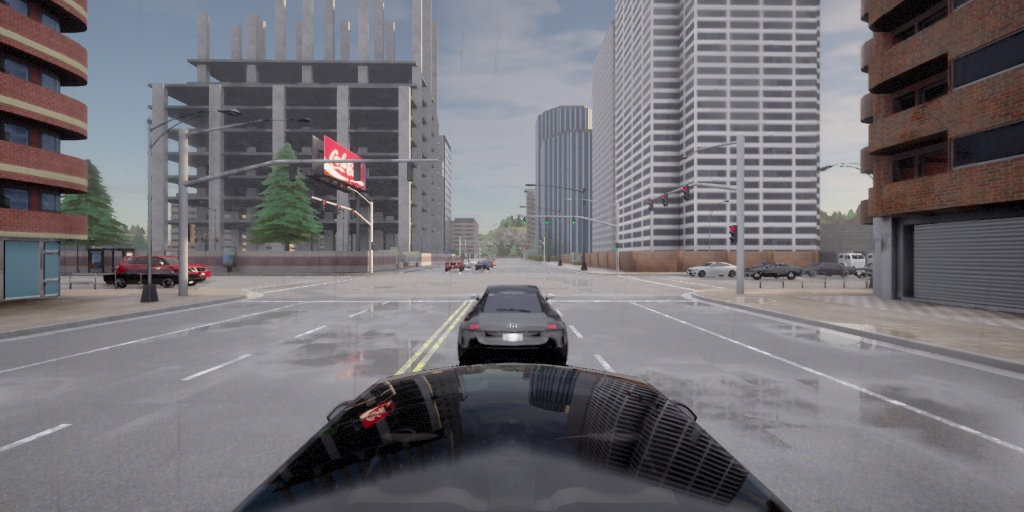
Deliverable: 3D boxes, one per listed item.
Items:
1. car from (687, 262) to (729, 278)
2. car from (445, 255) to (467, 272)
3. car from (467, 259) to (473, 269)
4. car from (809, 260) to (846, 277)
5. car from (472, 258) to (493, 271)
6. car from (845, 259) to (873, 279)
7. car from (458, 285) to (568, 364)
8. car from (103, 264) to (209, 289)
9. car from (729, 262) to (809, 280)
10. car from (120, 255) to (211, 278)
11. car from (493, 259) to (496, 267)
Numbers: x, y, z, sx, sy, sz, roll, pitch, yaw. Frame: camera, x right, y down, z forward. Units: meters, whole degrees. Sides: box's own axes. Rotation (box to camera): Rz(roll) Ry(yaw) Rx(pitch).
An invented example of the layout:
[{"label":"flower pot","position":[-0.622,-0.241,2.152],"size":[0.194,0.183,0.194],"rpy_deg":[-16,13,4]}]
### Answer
[{"label":"car","position":[19.089,1.276,34.042],"size":[4.674,1.442,1.812],"rpy_deg":[0,0,-1]},{"label":"car","position":[-7.558,0.971,47.587],"size":[2.150,2.045,5.566],"rpy_deg":[0,0,-4]},{"label":"car","position":[-7.605,1.275,57.265],"size":[1.812,1.442,4.674],"rpy_deg":[0,0,0]},{"label":"car","position":[29.671,1.297,34.210],"size":[5.357,1.411,2.033],"rpy_deg":[0,0,-1]},{"label":"car","position":[-4.048,1.351,50.038],"size":[1.895,1.301,4.718],"rpy_deg":[0,0,-1]},{"label":"car","position":[32.227,1.241,30.739],"size":[4.902,1.511,2.128],"rpy_deg":[0,0,-1]},{"label":"car","position":[0.010,1.314,7.941],"size":[1.994,1.385,4.181],"rpy_deg":[0,0,0]},{"label":"car","position":[-22.576,1.351,22.745],"size":[4.718,1.301,1.895],"rpy_deg":[0,0,-1]},{"label":"car","position":[21.854,1.241,30.601],"size":[4.902,1.511,2.128],"rpy_deg":[0,0,-1]},{"label":"car","position":[-25.382,0.972,26.202],"size":[5.566,2.045,2.150],"rpy_deg":[0,0,-1]},{"label":"car","position":[-4.122,1.314,59.963],"size":[1.994,1.385,4.181],"rpy_deg":[0,0,0]}]
